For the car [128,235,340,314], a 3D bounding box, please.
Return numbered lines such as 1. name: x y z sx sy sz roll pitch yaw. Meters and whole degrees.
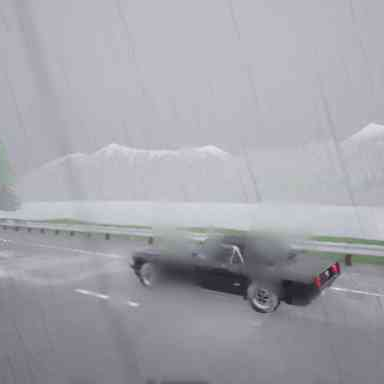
1. car: 0.739 1.670 7.751 4.718 1.301 1.895 -1 -1 36
